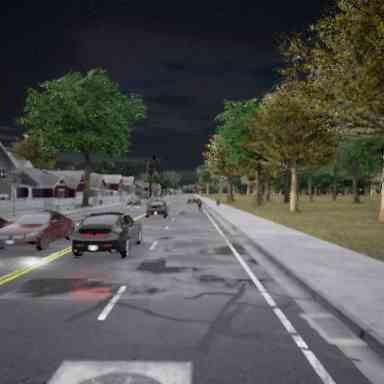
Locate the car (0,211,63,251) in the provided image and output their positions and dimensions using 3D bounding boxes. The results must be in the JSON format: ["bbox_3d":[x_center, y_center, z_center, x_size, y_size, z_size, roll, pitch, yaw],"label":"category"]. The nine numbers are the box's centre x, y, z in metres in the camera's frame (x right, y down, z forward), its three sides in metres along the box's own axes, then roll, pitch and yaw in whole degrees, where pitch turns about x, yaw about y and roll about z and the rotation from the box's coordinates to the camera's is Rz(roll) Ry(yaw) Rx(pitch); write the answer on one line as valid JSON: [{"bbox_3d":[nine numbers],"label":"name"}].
[{"bbox_3d":[-6.586,1.560,14.359,1.812,1.442,4.674,0,0,0],"label":"car"}]

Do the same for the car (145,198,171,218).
[{"bbox_3d":[-3.145,1.578,31.159,1.837,1.490,4.892,0,0,0],"label":"car"}]

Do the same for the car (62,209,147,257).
[{"bbox_3d":[-3.147,1.535,13.019,1.837,1.490,4.892,0,0,0],"label":"car"}]

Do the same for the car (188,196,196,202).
[{"bbox_3d":[0.008,1.759,80.849,1.895,1.301,4.718,0,0,0],"label":"car"}]

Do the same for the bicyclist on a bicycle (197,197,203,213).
[{"bbox_3d":[0.899,1.537,36.228,0.582,1.620,1.656,0,0,0],"label":"bicyclist on a bicycle"}]

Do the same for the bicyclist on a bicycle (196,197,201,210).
[{"bbox_3d":[0.900,1.558,45.232,0.582,1.620,1.656,0,0,0],"label":"bicyclist on a bicycle"}]

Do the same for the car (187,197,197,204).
[{"bbox_3d":[0.008,1.697,70.394,1.812,1.442,4.674,0,0,0],"label":"car"}]

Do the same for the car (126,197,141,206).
[{"bbox_3d":[-9.798,1.638,56.220,1.837,1.490,4.892,0,0,1],"label":"car"}]
